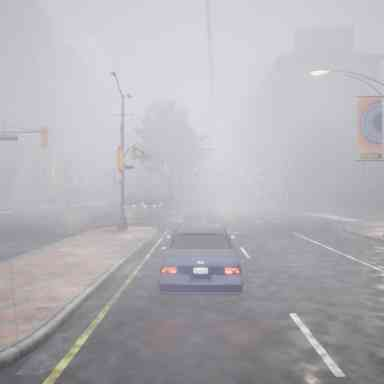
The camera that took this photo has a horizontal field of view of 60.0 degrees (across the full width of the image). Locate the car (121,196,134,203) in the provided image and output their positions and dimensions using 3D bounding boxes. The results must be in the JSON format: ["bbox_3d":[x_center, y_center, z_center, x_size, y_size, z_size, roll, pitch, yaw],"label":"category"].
[{"bbox_3d":[-13.488,1.595,69.746,1.895,1.301,4.718,0,0,1],"label":"car"}]

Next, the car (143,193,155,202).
[{"bbox_3d":[-10.076,1.225,78.643,2.150,2.045,5.566,0,0,1],"label":"car"}]

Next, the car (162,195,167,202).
[{"bbox_3d":[-6.822,1.352,66.678,2.097,1.767,4.553,0,0,1],"label":"car"}]

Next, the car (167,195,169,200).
[{"bbox_3d":[-6.615,1.525,76.452,2.128,1.511,4.902,0,0,1],"label":"car"}]

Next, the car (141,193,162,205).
[{"bbox_3d":[-7.035,1.352,57.907,2.097,1.767,4.553,0,0,1],"label":"car"}]

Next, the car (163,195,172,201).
[{"bbox_3d":[-6.431,1.478,86.546,1.882,1.535,5.008,0,0,1],"label":"car"}]

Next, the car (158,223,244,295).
[{"bbox_3d":[0.225,1.547,8.856,2.033,1.411,5.357,0,0,1],"label":"car"}]

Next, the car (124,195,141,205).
[{"bbox_3d":[-10.535,1.352,57.783,2.097,1.767,4.553,0,0,1],"label":"car"}]

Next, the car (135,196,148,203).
[{"bbox_3d":[-10.278,1.505,67.958,1.837,1.490,4.892,0,0,1],"label":"car"}]
